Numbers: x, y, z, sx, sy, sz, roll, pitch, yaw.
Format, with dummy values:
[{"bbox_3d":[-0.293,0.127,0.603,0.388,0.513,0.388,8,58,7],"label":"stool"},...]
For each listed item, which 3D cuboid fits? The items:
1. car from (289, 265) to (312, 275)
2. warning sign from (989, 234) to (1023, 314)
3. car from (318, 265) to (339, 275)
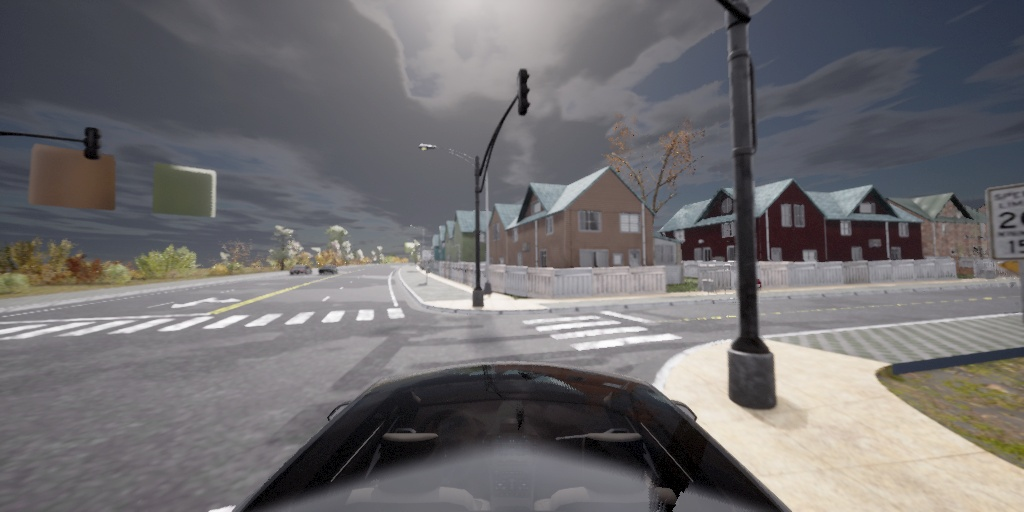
[{"bbox_3d":[-28.055,1.828,47.727,1.994,1.385,4.181,0,-1,-17],"label":"car"},{"bbox_3d":[12.686,0.473,8.489,1.060,1.860,1.300,0,0,-15],"label":"warning sign"},{"bbox_3d":[-25.016,1.872,48.900,1.895,1.301,4.718,0,-1,-17],"label":"car"}]
